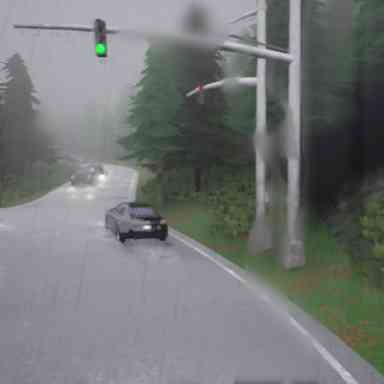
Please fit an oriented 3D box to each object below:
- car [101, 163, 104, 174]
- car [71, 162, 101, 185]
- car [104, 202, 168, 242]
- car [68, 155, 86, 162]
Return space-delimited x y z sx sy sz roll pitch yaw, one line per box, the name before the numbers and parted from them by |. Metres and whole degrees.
car | -13.055 -3.270 45.591 1.895 1.301 4.718 -2 9 -14
car | -11.155 -1.782 34.558 2.097 1.767 4.553 -2 9 -8
car | -2.509 1.131 14.352 1.994 1.385 4.181 1 4 -24
car | -21.098 -5.874 60.574 2.128 1.511 4.902 -5 11 -43
